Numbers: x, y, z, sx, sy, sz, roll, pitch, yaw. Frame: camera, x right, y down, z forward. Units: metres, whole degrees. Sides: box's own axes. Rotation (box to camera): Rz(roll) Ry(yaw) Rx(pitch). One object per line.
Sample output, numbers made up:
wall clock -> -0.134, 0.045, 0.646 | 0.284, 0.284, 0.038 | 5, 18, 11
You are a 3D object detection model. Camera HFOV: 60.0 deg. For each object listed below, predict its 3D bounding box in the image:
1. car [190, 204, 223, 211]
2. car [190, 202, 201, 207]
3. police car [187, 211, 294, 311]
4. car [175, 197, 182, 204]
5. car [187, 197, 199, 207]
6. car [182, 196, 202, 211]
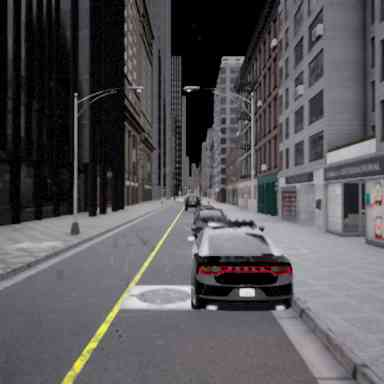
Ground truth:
car -> 0.956, 1.624, 17.989 | 1.837, 1.490, 4.892 | 0, 0, 0
car -> 0.977, 1.684, 23.987 | 1.812, 1.442, 4.674 | 0, 0, 0
police car -> 0.925, 1.480, 8.099 | 1.930, 1.638, 5.238 | 0, 0, 0
car -> -2.756, 1.967, 75.606 | 1.812, 1.442, 4.674 | 0, 0, 0
car -> 0.189, 1.708, 58.489 | 2.097, 1.767, 4.553 | 0, 0, 0
car -> 0.154, 1.504, 44.772 | 2.150, 2.045, 5.566 | 0, 0, 0
